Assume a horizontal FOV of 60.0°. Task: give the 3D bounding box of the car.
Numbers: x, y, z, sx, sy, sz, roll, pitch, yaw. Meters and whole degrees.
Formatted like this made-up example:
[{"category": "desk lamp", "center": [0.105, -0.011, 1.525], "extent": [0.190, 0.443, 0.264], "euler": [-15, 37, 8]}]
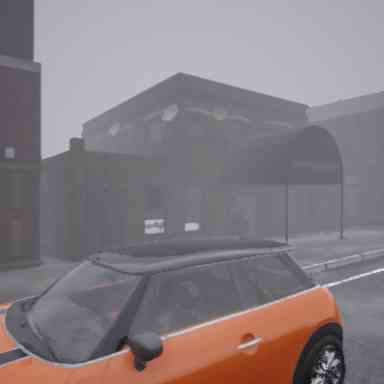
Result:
[{"category": "car", "center": [-0.524, 1.347, 3.311], "extent": [4.553, 1.767, 2.097], "euler": [0, 0, -35]}]
